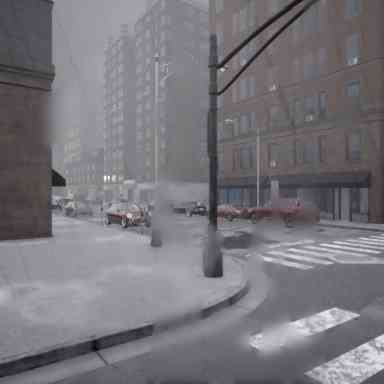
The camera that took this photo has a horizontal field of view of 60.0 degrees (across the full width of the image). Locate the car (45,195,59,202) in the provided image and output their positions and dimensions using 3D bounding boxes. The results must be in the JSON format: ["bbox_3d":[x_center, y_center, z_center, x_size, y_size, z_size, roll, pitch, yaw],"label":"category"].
[{"bbox_3d":[-32.153,1.471,76.354,2.008,1.369,4.403,0,0,-35],"label":"car"}]

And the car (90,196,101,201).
[{"bbox_3d":[-16.004,1.457,53.915,1.837,1.490,4.892,0,0,-35],"label":"car"}]

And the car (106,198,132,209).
[{"bbox_3d":[-9.894,1.532,44.738,1.947,1.339,4.313,0,0,-35],"label":"car"}]

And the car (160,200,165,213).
[{"bbox_3d":[-3.535,1.529,35.706,2.008,1.369,4.403,0,0,-35],"label":"car"}]

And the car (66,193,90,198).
[{"bbox_3d":[-18.214,1.176,51.761,2.150,2.045,5.566,0,0,-35],"label":"car"}]

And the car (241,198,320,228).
[{"bbox_3d":[6.005,1.309,22.155,2.192,1.841,5.009,0,0,-35],"label":"car"}]

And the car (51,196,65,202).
[{"bbox_3d":[-28.973,1.477,71.838,2.008,1.369,4.403,0,0,-35],"label":"car"}]

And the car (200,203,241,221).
[{"bbox_3d":[2.825,1.571,26.672,1.802,1.307,4.206,0,0,-35],"label":"car"}]

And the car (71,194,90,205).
[{"bbox_3d":[-20.044,1.298,59.596,2.097,1.767,4.553,0,0,-35],"label":"car"}]

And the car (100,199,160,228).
[{"bbox_3d":[-4.132,1.430,21.742,1.967,1.590,4.097,0,0,-35],"label":"car"}]

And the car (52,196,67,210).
[{"bbox_3d":[-16.855,1.511,39.814,1.887,1.381,4.507,0,0,-35],"label":"car"}]

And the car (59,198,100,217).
[{"bbox_3d":[-10.493,1.529,30.779,2.008,1.369,4.403,0,0,-35],"label":"car"}]

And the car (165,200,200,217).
[{"bbox_3d":[-0.355,1.550,31.188,1.947,1.339,4.313,0,0,-35],"label":"car"}]
